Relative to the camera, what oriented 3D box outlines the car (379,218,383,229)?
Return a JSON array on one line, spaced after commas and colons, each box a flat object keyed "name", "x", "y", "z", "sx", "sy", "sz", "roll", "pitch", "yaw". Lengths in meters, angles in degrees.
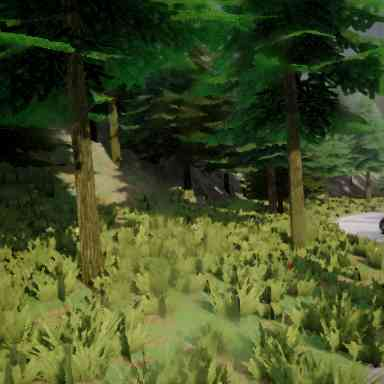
[{"name": "car", "x": 11.292, "y": 1.682, "z": 17.431, "sx": 1.994, "sy": 1.385, "sz": 4.181, "roll": -4, "pitch": -2, "yaw": 16}]
